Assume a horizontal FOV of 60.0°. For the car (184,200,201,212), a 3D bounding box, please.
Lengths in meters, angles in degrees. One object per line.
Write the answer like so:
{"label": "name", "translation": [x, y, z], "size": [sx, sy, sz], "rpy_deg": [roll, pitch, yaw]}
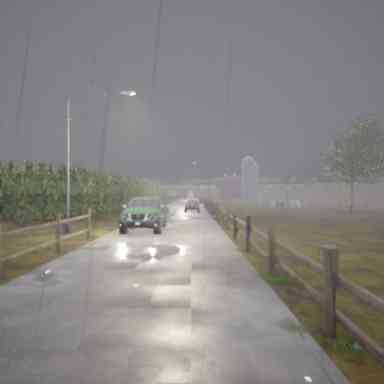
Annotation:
{"label": "car", "translation": [0.042, 1.648, 40.052], "size": [2.033, 1.411, 5.357], "rpy_deg": [0, 0, 0]}

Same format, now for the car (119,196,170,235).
{"label": "car", "translation": [-2.769, 1.287, 19.736], "size": [2.150, 2.045, 5.566], "rpy_deg": [0, 0, 0]}

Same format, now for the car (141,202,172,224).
{"label": "car", "translation": [-2.762, 1.625, 27.076], "size": [2.033, 1.411, 5.357], "rpy_deg": [0, 0, 0]}
